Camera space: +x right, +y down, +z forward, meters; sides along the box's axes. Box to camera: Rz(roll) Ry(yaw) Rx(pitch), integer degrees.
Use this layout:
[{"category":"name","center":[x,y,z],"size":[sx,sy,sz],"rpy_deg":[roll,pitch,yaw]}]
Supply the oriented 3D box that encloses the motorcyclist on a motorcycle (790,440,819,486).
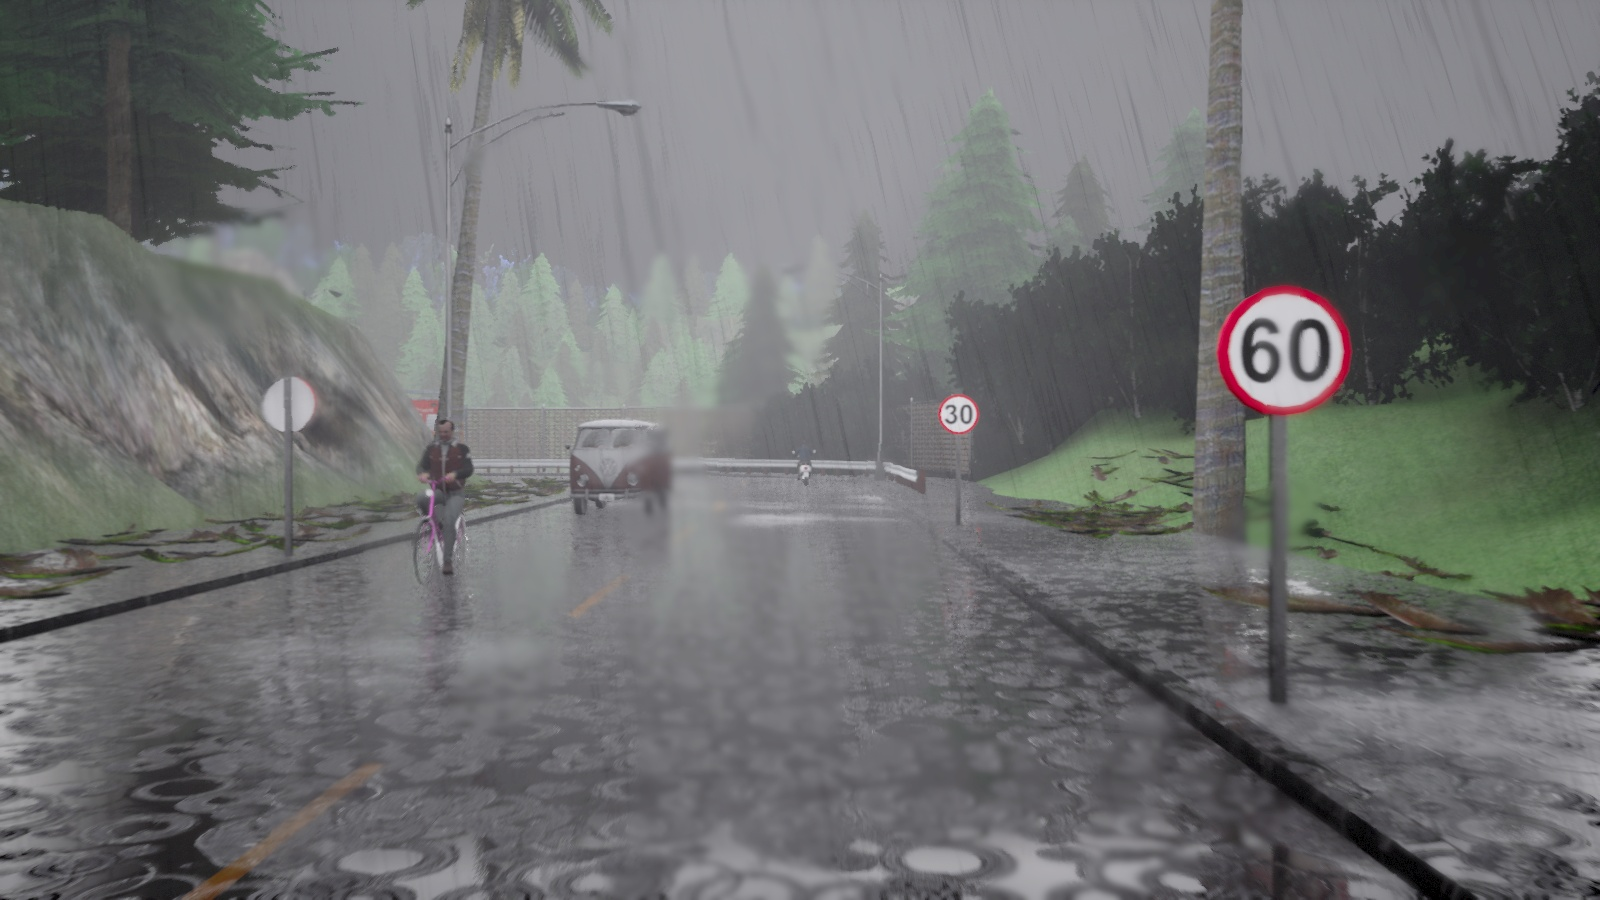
[{"category":"motorcyclist on a motorcycle","center":[0.155,0.449,44.605],"size":[0.866,1.590,1.817],"rpy_deg":[-1,0,-4]}]

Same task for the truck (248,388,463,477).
[{"category":"truck","center":[-19.533,-0.747,55.536],"size":[8.468,3.827,2.891],"rpy_deg":[0,0,-1]}]

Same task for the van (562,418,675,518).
[{"category":"van","center":[-3.836,0.343,27.184],"size":[1.775,1.987,4.442],"rpy_deg":[0,0,0]}]

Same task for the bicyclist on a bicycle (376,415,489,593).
[{"category":"bicyclist on a bicycle","center":[-3.910,0.538,13.493],"size":[0.659,1.776,1.843],"rpy_deg":[0,0,0]}]
